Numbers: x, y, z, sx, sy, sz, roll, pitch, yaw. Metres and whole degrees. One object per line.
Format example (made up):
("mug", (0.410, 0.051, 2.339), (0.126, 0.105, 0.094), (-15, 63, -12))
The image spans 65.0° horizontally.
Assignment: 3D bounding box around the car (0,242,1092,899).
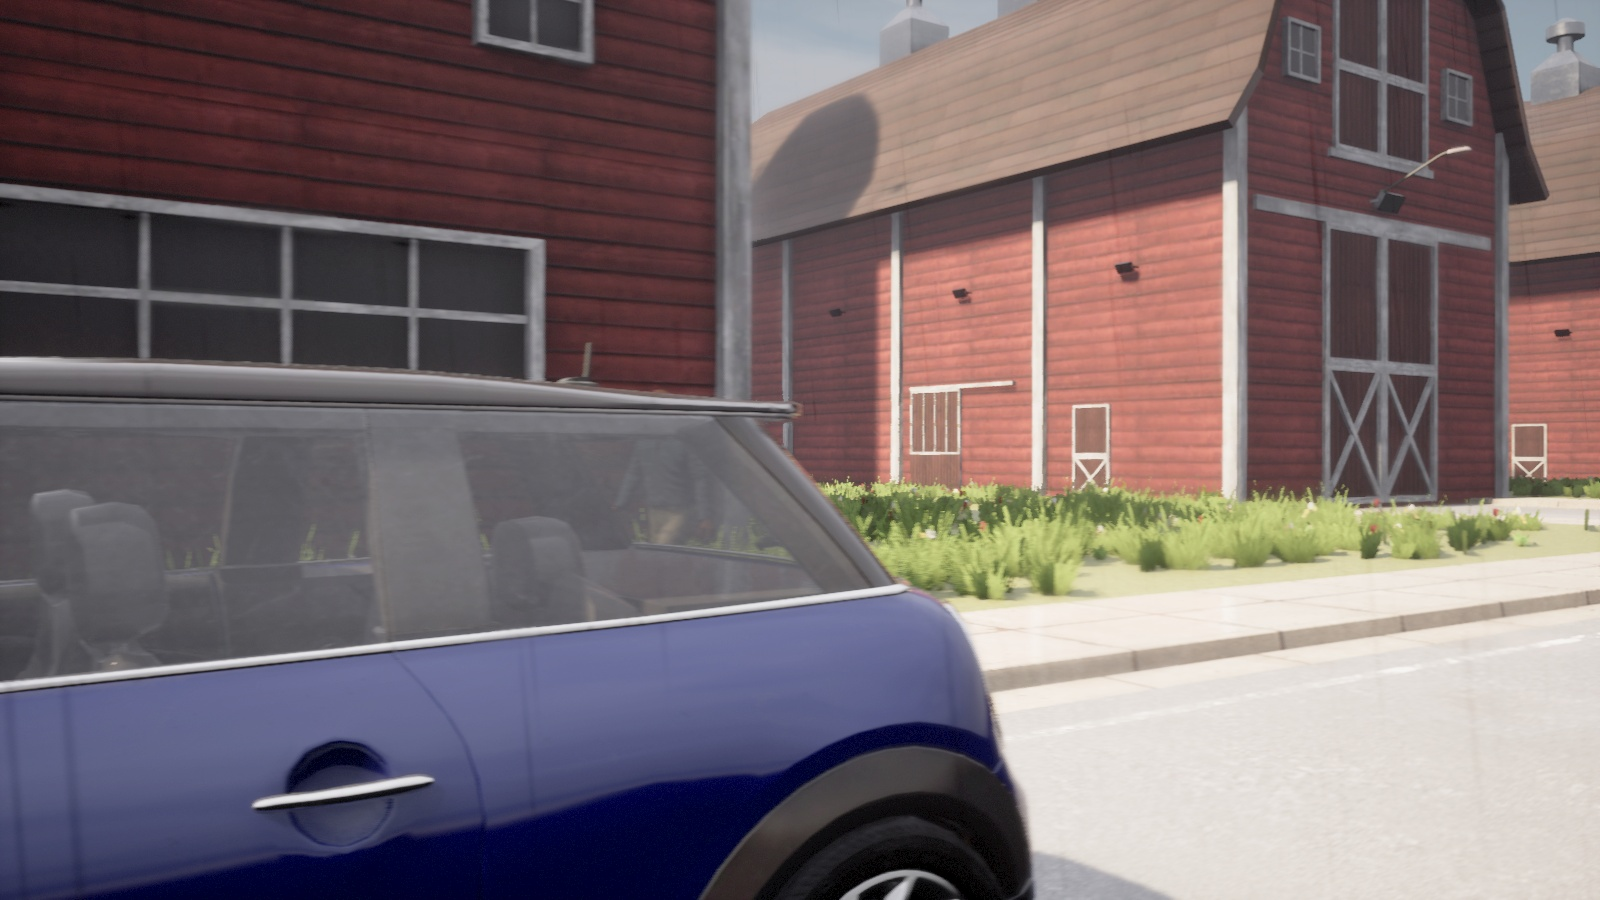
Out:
("car", (-1.808, 0.613, 2.401), (4.553, 1.767, 2.097), (0, 0, -35))
